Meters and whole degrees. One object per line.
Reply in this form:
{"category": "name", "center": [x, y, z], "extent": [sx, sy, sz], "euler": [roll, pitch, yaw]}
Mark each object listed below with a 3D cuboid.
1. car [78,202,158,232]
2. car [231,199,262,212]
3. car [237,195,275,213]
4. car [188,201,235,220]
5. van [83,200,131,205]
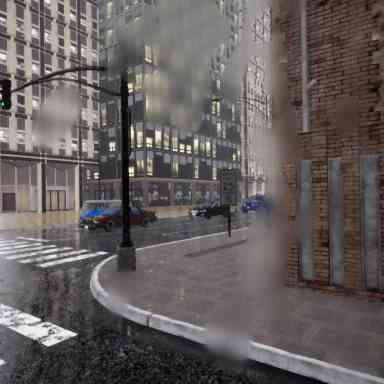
{"category": "car", "center": [-4.483, 1.614, 21.136], "extent": [2.033, 1.411, 5.357], "euler": [-1, -1, 36]}
{"category": "car", "center": [6.829, 1.689, 41.384], "extent": [1.752, 1.417, 4.829], "euler": [-2, -1, 36]}
{"category": "car", "center": [7.687, 1.329, 38.122], "extent": [2.150, 2.045, 5.566], "euler": [-1, -1, 36]}
{"category": "car", "center": [1.597, 1.578, 29.626], "extent": [2.128, 1.511, 4.902], "euler": [-1, -1, 36]}
{"category": "van", "center": [-6.000, 1.460, 23.471], "extent": [1.690, 1.788, 3.998], "euler": [-2, -1, 36]}
